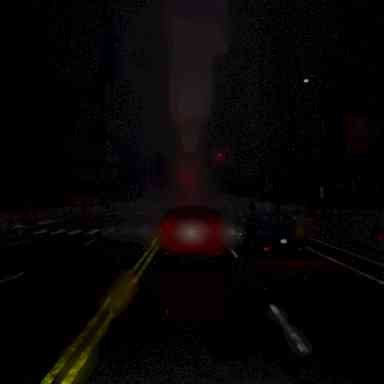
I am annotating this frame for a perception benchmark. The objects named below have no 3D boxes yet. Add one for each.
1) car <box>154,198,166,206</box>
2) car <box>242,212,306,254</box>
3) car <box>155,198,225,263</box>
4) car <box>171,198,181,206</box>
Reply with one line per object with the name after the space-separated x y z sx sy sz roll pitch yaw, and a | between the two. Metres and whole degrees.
-6.504 2.081 67.849 1.837 1.490 4.892 0 0 0 | car
3.296 1.607 14.217 1.882 1.535 5.008 0 0 1 | car
0.011 1.340 12.585 2.150 2.045 5.566 0 0 0 | car
-3.254 2.081 67.850 1.837 1.490 4.892 0 0 0 | car
